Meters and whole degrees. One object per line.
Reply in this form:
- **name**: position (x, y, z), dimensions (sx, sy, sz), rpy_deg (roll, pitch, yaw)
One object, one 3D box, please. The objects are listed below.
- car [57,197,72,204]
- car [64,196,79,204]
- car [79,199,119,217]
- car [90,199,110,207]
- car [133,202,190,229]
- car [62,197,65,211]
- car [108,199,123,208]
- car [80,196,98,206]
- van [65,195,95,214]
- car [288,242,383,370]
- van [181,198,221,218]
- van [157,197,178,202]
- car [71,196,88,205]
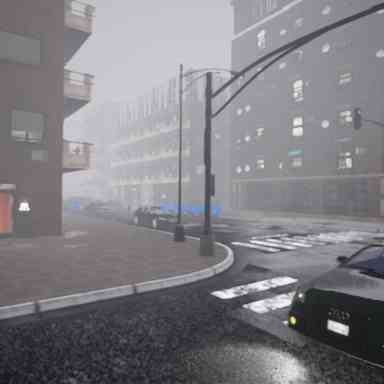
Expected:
- **car**: position (-27.671, 1.738, 72.156), dimensions (1.887, 1.381, 4.507), rpy_deg (1, -1, -35)
- **car**: position (-24.490, 1.625, 67.554), dimensions (1.967, 1.590, 4.097), rpy_deg (1, -1, -35)
- **car**: position (-8.716, 1.598, 30.855), dimensions (1.802, 1.307, 4.206), rpy_deg (1, -1, -35)
- **car**: position (-14.952, 1.741, 53.744), dimensions (1.802, 1.307, 4.206), rpy_deg (1, -1, -35)
- **car**: position (-2.356, 1.546, 21.650), dimensions (2.008, 1.369, 4.403), rpy_deg (1, -1, -35)
- **car**: position (-15.075, 1.587, 40.061), dimensions (2.008, 1.369, 4.403), rpy_deg (1, -1, -35)
- **car**: position (-11.772, 1.694, 49.142), dimensions (1.887, 1.381, 4.507), rpy_deg (1, -1, -35)
- **car**: position (-18.130, 1.608, 58.348), dimensions (1.967, 1.590, 4.097), rpy_deg (1, -1, -35)
- **van**: position (-11.894, 1.367, 35.459), dimensions (1.690, 1.788, 3.998), rpy_deg (1, -1, -35)
- **car**: position (3.504, 1.569, 5.451), dimensions (4.181, 1.385, 1.994), rpy_deg (0, 0, -36)
- **van**: position (0.949, 1.451, 30.733), dimensions (1.690, 1.788, 3.998), rpy_deg (1, -1, -35)
- **van**: position (-2.231, 1.461, 35.335), dimensions (1.690, 1.788, 3.998), rpy_deg (1, -1, -35)
- **car**: position (-21.310, 1.617, 62.951), dimensions (1.967, 1.590, 4.097), rpy_deg (1, -1, -35)
